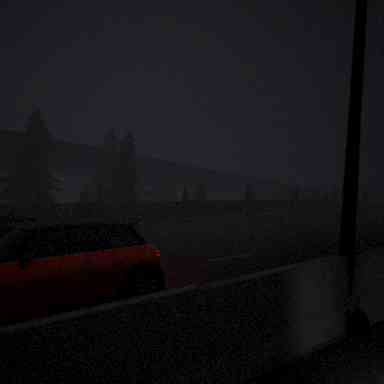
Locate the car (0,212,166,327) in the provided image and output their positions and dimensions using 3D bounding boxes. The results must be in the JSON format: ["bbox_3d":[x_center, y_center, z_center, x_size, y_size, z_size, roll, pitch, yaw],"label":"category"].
[{"bbox_3d":[-2.825,1.348,6.276,4.553,1.767,2.097,0,0,-35],"label":"car"}]

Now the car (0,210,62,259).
[{"bbox_3d":[-7.355,1.502,11.643,4.892,1.490,1.837,-1,0,-35],"label":"car"}]

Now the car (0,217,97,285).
[{"bbox_3d":[-5.464,1.546,8.693,5.357,1.411,2.033,0,0,-35],"label":"car"}]
